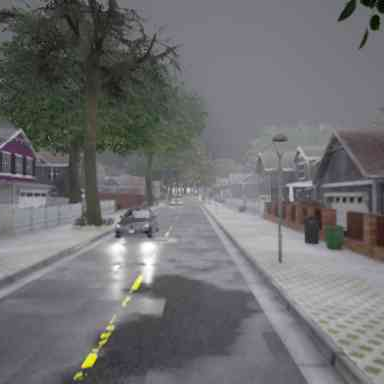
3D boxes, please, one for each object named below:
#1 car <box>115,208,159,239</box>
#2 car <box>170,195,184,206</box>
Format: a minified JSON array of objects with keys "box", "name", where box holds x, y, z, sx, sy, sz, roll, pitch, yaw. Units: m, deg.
[{"box":[-2.854,1.608,18.035,1.812,1.442,4.674,0,0,0],"name":"car"},{"box":[-2.723,1.512,61.401,2.150,2.045,5.566,0,0,0],"name":"car"}]
